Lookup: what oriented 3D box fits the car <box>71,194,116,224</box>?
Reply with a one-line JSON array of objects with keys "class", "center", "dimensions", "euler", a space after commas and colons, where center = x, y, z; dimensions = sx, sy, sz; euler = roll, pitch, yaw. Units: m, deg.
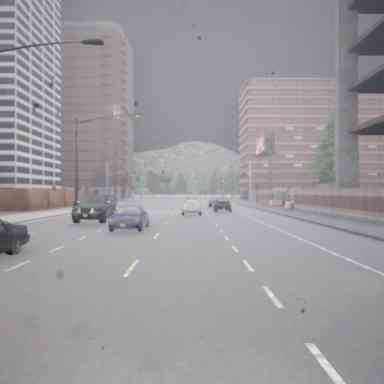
[{"class": "car", "center": [-7.192, 1.218, 25.106], "dimensions": [2.150, 2.045, 5.566], "euler": [0, 0, 0]}]

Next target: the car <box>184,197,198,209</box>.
[{"class": "car", "center": [-0.106, 1.475, 47.394], "dimensions": [1.882, 1.535, 5.008], "euler": [0, 0, 0]}]

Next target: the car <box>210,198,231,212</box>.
[{"class": "car", "center": [3.416, 1.501, 38.426], "dimensions": [1.837, 1.490, 4.892], "euler": [0, 0, 0]}]

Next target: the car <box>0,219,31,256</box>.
[{"class": "car", "center": [-7.140, 1.547, 10.502], "dimensions": [2.033, 1.411, 5.357], "euler": [0, 0, 0]}]

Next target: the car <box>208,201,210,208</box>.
[{"class": "car", "center": [3.337, 1.598, 47.967], "dimensions": [1.895, 1.301, 4.718], "euler": [0, 0, 0]}]

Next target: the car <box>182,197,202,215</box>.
[{"class": "car", "center": [-0.041, 1.525, 33.594], "dimensions": [1.812, 1.442, 4.674], "euler": [0, 0, 0]}]

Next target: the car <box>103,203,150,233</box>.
[{"class": "car", "center": [-3.637, 1.524, 19.868], "dimensions": [1.812, 1.442, 4.674], "euler": [0, 0, 0]}]
